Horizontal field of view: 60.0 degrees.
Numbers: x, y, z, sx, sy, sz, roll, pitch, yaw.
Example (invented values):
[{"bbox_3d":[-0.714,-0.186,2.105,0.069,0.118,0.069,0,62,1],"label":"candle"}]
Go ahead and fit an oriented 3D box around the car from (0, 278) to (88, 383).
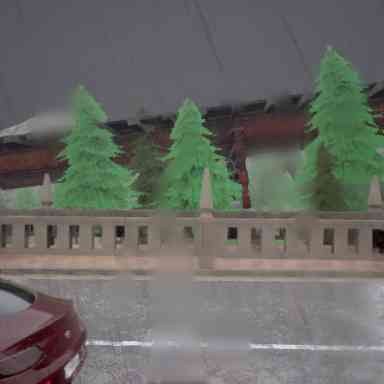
[{"bbox_3d":[-3.471,1.530,3.387,4.674,1.442,1.812,0,0,3],"label":"car"}]
